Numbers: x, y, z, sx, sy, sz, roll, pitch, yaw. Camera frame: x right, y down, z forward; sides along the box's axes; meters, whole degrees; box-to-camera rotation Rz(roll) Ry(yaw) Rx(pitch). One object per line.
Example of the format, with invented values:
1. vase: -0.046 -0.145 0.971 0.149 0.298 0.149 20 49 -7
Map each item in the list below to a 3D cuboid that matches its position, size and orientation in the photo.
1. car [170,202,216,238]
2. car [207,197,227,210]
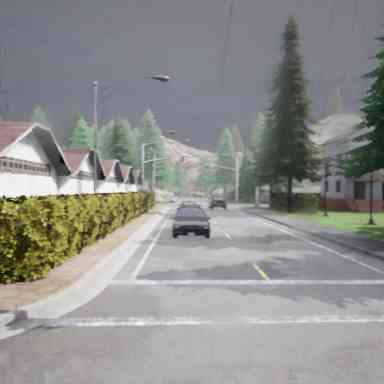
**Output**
1. car: -0.089 1.496 17.622 2.033 1.411 5.357 1 0 -1
2. car: 3.046 1.345 40.621 1.837 1.490 4.892 0 0 -3
